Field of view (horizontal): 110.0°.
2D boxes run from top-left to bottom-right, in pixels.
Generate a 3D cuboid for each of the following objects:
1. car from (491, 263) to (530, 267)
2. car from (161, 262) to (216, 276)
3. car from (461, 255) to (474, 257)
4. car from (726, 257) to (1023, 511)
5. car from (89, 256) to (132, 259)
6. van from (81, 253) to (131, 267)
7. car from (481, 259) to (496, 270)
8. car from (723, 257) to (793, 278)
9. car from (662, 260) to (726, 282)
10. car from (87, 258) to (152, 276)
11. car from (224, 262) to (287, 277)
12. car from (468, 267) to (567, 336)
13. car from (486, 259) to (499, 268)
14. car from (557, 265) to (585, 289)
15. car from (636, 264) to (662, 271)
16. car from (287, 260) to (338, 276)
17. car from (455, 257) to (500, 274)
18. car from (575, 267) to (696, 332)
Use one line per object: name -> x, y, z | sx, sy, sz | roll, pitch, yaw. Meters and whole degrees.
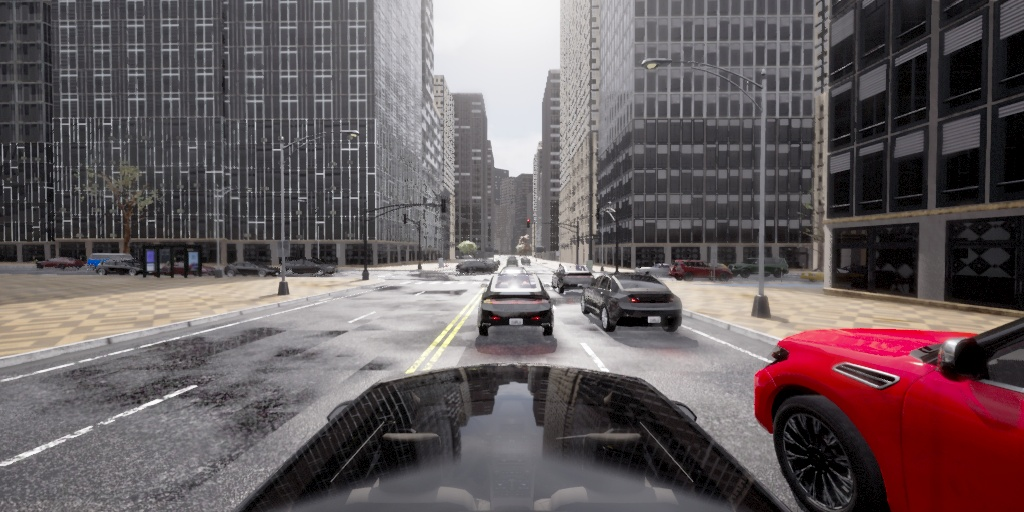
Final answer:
car -> 0.087, 1.288, 20.087 | 2.033, 1.411, 5.357 | 0, 0, 0
car -> -28.437, 1.138, 31.578 | 4.207, 1.307, 1.802 | 0, 0, 1
car -> -6.625, 0.935, 52.576 | 2.150, 2.045, 5.566 | 0, 0, 0
car -> 3.348, 0.972, 0.981 | 2.150, 2.045, 5.566 | 0, 0, 0
car -> -36.986, 0.960, 34.440 | 4.674, 1.442, 1.812 | 1, 1, 1
van -> -45.314, 0.604, 40.400 | 3.998, 1.789, 1.690 | 0, 0, 1
car -> -3.375, 1.192, 52.127 | 1.882, 1.535, 5.008 | 0, 0, 0
car -> 24.979, 1.159, 36.575 | 5.566, 2.045, 2.150 | 1, 1, 1
car -> 16.173, 1.269, 30.948 | 5.009, 1.841, 2.192 | 0, 0, 1
car -> -34.117, 1.069, 31.747 | 4.313, 1.339, 1.948 | 0, 0, 1
car -> -22.752, 1.173, 31.449 | 4.313, 1.339, 1.948 | 0, 0, 1
car -> 0.093, 1.238, 10.352 | 2.128, 1.511, 4.902 | 0, 0, 0
car -> -3.373, 1.267, 61.713 | 1.994, 1.385, 4.181 | 0, 0, 0
car -> 3.338, 1.232, 20.093 | 2.128, 1.511, 4.902 | 0, 0, 0
car -> 15.074, 1.452, 36.730 | 4.718, 1.301, 1.895 | 0, 1, 0
car -> -19.167, 1.099, 34.085 | 4.892, 1.490, 1.837 | 1, 1, 1
car -> -3.763, 1.194, 37.927 | 4.674, 1.442, 1.812 | 0, 2, -39
car -> 3.342, 1.251, 10.845 | 1.837, 1.490, 4.892 | 0, 0, 0
